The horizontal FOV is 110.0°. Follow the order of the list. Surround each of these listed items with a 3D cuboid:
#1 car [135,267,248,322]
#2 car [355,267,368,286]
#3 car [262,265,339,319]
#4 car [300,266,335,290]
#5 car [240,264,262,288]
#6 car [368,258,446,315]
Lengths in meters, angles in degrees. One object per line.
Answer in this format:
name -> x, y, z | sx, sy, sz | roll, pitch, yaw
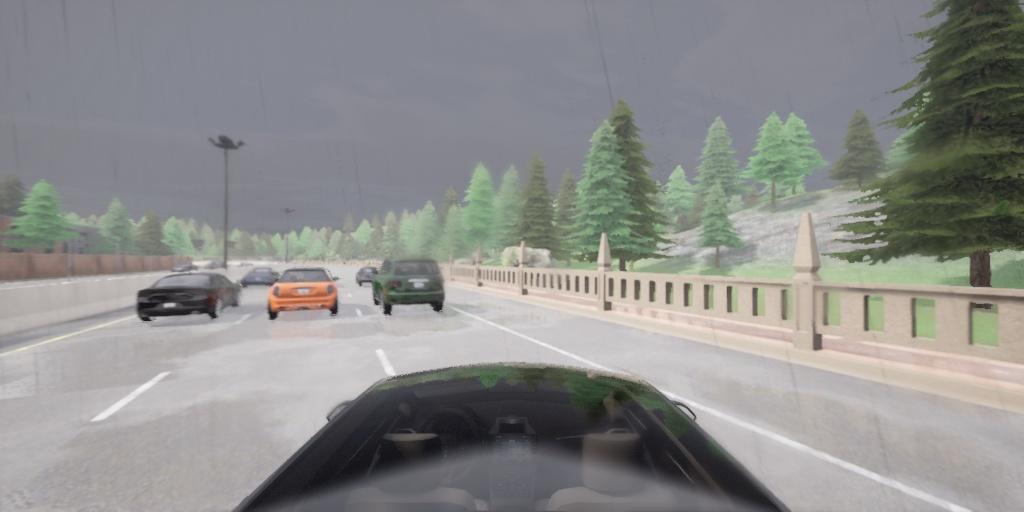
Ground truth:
car -> -11.328, 1.327, 12.935 | 1.882, 1.535, 5.008 | 0, 0, -26
car -> -11.071, 1.544, 27.932 | 2.033, 1.411, 5.357 | 0, -1, -27
car -> -7.839, 1.212, 13.777 | 2.097, 1.767, 4.553 | 0, -1, -26
car -> -14.191, 1.526, 26.345 | 2.033, 1.411, 5.357 | 0, -1, -27
car -> -17.775, 1.533, 25.703 | 1.994, 1.385, 4.181 | 0, -1, -26
car -> -4.351, 1.097, 14.617 | 2.150, 2.045, 5.566 | 0, 0, -27
